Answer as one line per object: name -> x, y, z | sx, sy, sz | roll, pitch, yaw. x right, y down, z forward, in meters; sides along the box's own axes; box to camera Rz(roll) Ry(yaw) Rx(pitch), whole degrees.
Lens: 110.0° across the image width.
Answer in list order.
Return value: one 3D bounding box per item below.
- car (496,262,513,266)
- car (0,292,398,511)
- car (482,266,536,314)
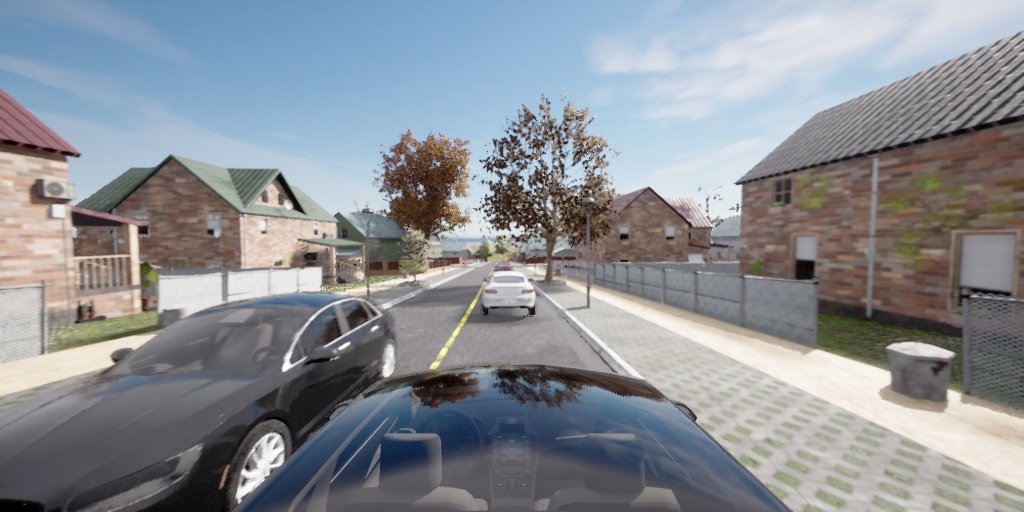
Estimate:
car -> -0.814, 1.344, 35.217 | 1.812, 1.442, 4.674 | 0, 0, -2
car -> -2.814, 1.259, 4.205 | 1.837, 1.490, 4.892 | 0, 0, 0
car -> -0.141, 1.286, 13.650 | 1.812, 1.442, 4.674 | 0, 0, -1
